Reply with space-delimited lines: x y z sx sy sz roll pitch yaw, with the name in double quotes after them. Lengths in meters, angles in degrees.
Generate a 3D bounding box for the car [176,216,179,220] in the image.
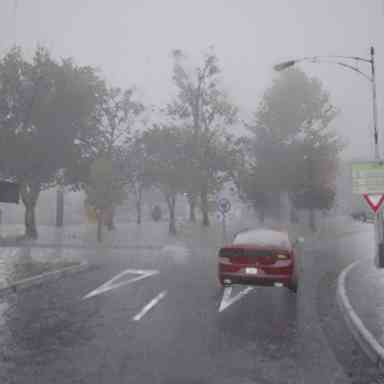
-7.271 7.383 94.289 5.566 2.045 2.435 1 -5 -13 "car"

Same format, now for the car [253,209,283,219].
14.571 4.248 63.709 5.566 2.045 2.150 -4 -7 38 "car"

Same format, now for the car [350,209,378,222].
21.596 2.930 41.854 2.128 1.511 4.902 0 -4 2 "car"

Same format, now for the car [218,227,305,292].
2.211 1.755 9.795 1.882 1.535 5.008 -2 -4 21 "car"

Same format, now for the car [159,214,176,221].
-7.609 7.361 91.337 4.892 1.521 2.231 1 -5 -13 "car"
